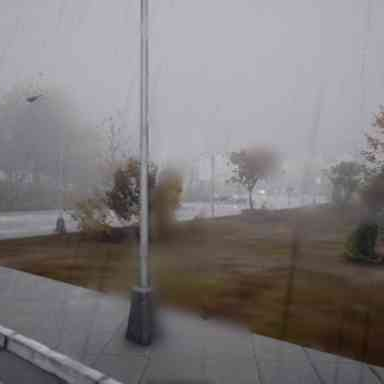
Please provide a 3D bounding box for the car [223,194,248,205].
[{"bbox_3d":[7.312,1.164,53.434,1.812,1.442,4.674,0,1,37],"label":"car"}]

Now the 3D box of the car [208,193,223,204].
[{"bbox_3d":[4.515,1.005,55.538,1.882,1.535,5.008,0,1,37],"label":"car"}]

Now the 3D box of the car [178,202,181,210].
[{"bbox_3d":[-3.242,1.481,40.259,1.812,1.442,4.674,0,1,39],"label":"car"}]
